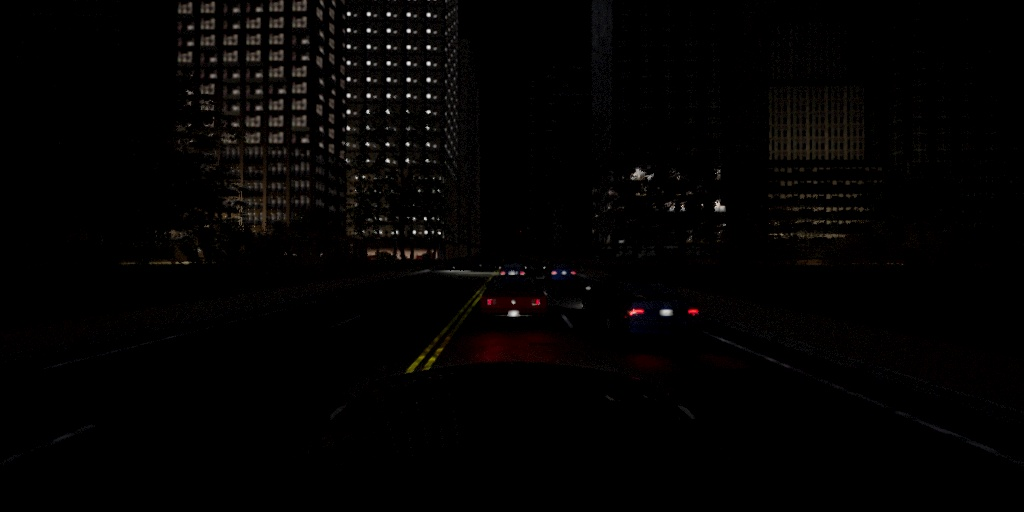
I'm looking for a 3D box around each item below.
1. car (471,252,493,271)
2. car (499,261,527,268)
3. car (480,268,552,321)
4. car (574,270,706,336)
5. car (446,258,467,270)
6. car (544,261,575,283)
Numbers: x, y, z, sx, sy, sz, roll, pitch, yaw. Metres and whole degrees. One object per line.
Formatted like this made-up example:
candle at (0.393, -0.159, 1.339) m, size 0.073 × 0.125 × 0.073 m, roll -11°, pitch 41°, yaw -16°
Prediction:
car at (-3.291, 0.614, 40.396) m, size 2.150 × 2.045 × 5.566 m, roll 0°, pitch 0°, yaw 0°
car at (0.059, 1.085, 25.156) m, size 2.033 × 1.411 × 5.357 m, roll 0°, pitch 1°, yaw 1°
car at (0.065, 1.260, 11.964) m, size 1.895 × 1.301 × 4.718 m, roll 0°, pitch 0°, yaw 0°
car at (3.299, 1.224, 10.124) m, size 2.033 × 1.411 × 5.357 m, roll 0°, pitch 1°, yaw 1°
car at (-6.520, 0.912, 42.984) m, size 2.033 × 1.411 × 5.357 m, roll 0°, pitch 1°, yaw 1°
car at (3.308, 1.085, 25.160) m, size 2.033 × 1.411 × 5.357 m, roll 0°, pitch 1°, yaw 1°
